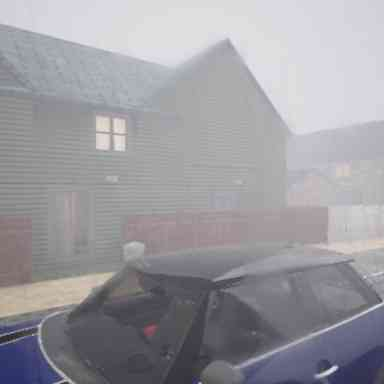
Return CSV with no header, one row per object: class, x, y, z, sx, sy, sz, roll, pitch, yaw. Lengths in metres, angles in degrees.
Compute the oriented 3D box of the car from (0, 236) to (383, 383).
car,-0.040,1.364,2.904,4.553,1.767,2.097,0,0,-35
